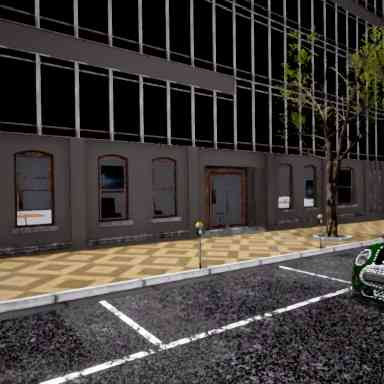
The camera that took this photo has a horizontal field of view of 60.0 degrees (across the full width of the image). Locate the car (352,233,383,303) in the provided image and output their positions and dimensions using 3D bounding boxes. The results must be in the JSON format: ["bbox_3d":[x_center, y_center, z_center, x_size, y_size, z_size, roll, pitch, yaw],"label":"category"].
[{"bbox_3d":[5.519,1.349,7.297,4.553,1.767,2.097,0,0,-35],"label":"car"}]
